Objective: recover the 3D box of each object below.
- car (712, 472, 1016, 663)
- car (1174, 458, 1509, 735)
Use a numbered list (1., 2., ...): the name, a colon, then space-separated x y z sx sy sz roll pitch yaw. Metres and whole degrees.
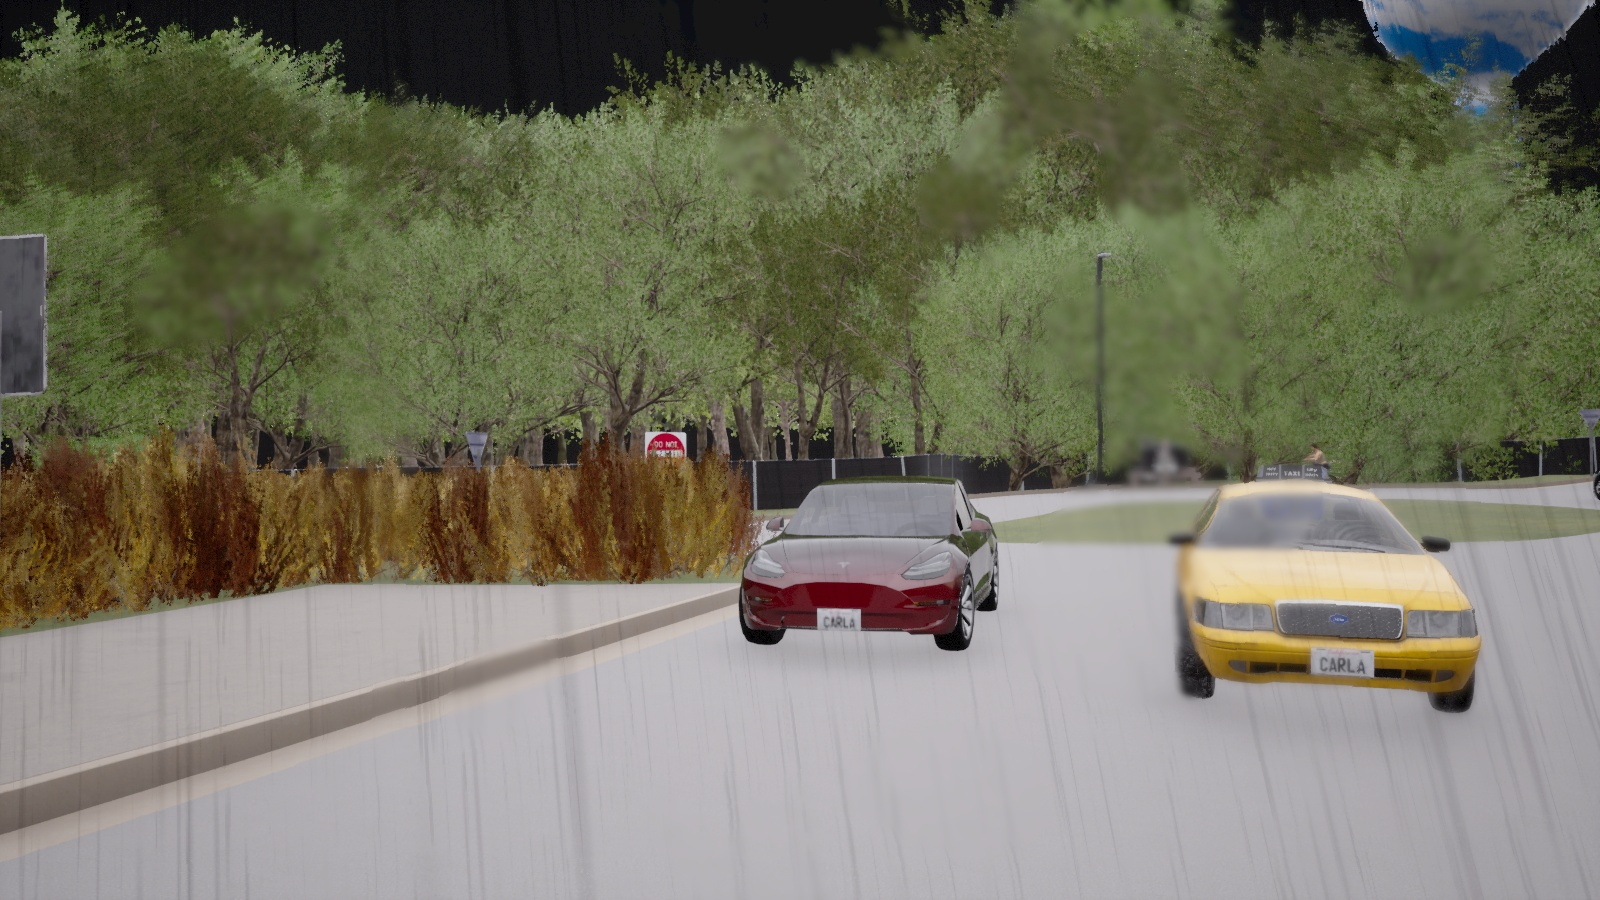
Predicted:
1. car: 0.887 0.986 12.515 2.163 1.488 4.792 -1 -1 13
2. car: 3.950 0.863 10.039 1.801 1.575 5.366 0 0 16
